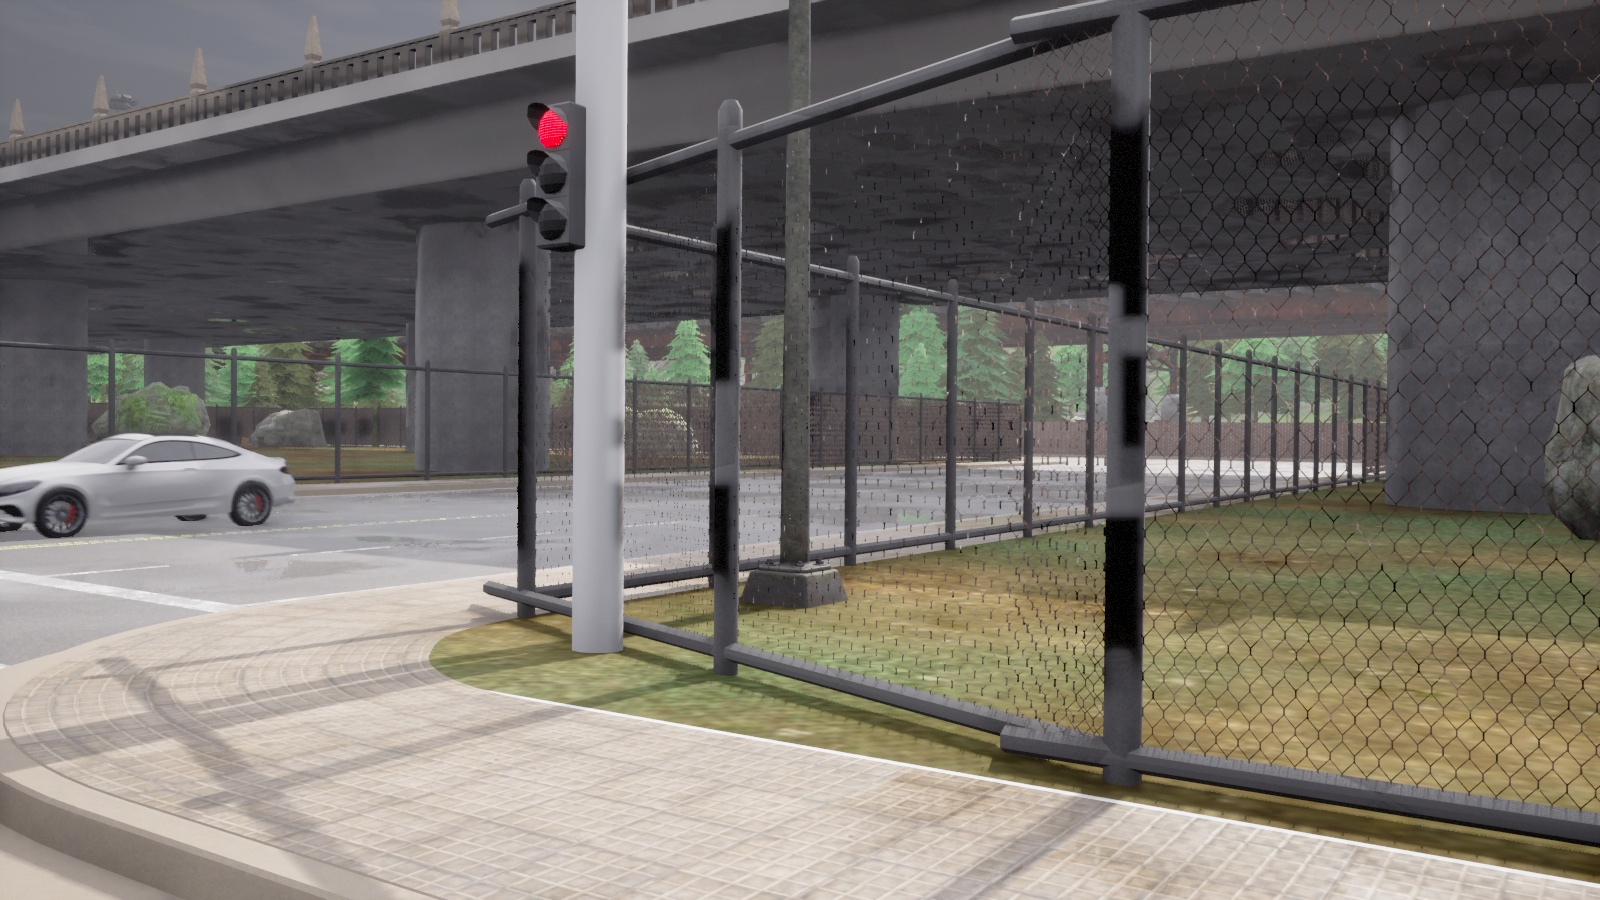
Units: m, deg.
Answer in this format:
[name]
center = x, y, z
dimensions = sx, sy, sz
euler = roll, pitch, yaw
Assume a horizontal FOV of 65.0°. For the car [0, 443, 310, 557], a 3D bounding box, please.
[car]
center = -9.972, 0.646, 18.838
dimensions = 1.812, 1.442, 4.674
euler = 0, 1, 33
